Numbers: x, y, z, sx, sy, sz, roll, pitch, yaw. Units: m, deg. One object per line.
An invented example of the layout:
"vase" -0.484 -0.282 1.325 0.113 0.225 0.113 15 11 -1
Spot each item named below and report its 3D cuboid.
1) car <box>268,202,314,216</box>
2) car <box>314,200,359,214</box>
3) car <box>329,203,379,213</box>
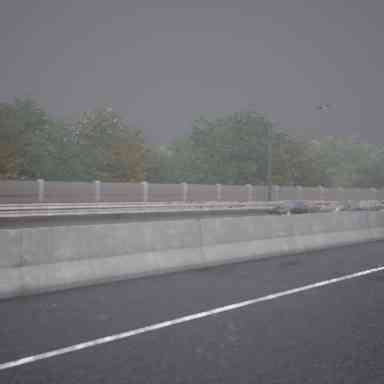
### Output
"car" 9.777 1.693 32.056 5.357 1.411 2.033 1 0 -34
"car" 13.782 1.520 30.529 4.553 1.767 2.097 1 0 -34
"car" 13.119 1.748 25.862 4.718 1.301 1.895 1 0 -34
